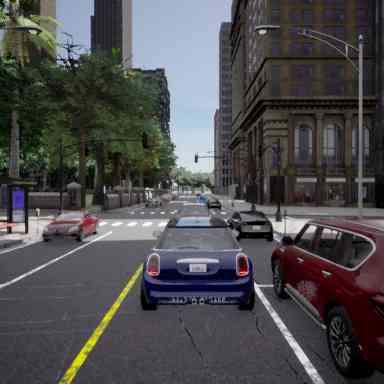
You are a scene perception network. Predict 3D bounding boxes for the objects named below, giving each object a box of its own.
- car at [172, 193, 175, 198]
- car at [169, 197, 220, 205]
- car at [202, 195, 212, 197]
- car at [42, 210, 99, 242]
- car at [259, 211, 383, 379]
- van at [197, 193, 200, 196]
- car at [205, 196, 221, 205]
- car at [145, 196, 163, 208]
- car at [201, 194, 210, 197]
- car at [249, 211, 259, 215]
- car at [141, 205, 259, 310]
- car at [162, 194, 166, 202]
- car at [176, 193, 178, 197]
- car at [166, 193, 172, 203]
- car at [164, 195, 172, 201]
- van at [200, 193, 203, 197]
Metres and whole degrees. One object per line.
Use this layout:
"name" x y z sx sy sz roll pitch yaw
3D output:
"car" -5.762 1.264 75.280 2.192 1.841 5.009 0 0 0
"car" 0.102 1.348 17.484 2.097 1.767 4.553 0 0 0
"car" 2.762 1.544 48.158 1.947 1.339 4.313 0 0 0
"car" -5.765 1.578 16.319 1.802 1.307 4.206 0 0 0
"car" 2.758 1.314 5.450 2.192 1.841 5.009 0 0 0
"van" 2.764 1.282 80.680 1.690 1.788 3.998 0 0 0
"car" 2.762 1.547 42.738 1.947 1.339 4.313 0 0 0
"car" -5.763 1.529 48.178 2.008 1.369 4.403 0 0 0
"car" 2.763 1.499 53.748 1.752 1.417 4.829 0 0 0
"car" 2.760 1.562 16.301 1.947 1.339 4.313 0 0 0
"car" 0.103 1.351 7.950 2.097 1.767 4.553 0 0 0
"car" -5.763 1.414 53.598 1.967 1.590 4.097 0 0 0
"car" -5.760 1.239 91.541 2.192 1.841 5.009 0 0 0
"car" -5.762 1.396 69.860 1.967 1.590 4.097 0 0 0
"car" -5.761 1.466 80.531 1.752 1.417 4.829 0 0 0
"van" 2.762 1.309 58.999 1.690 1.788 3.998 0 0 0
